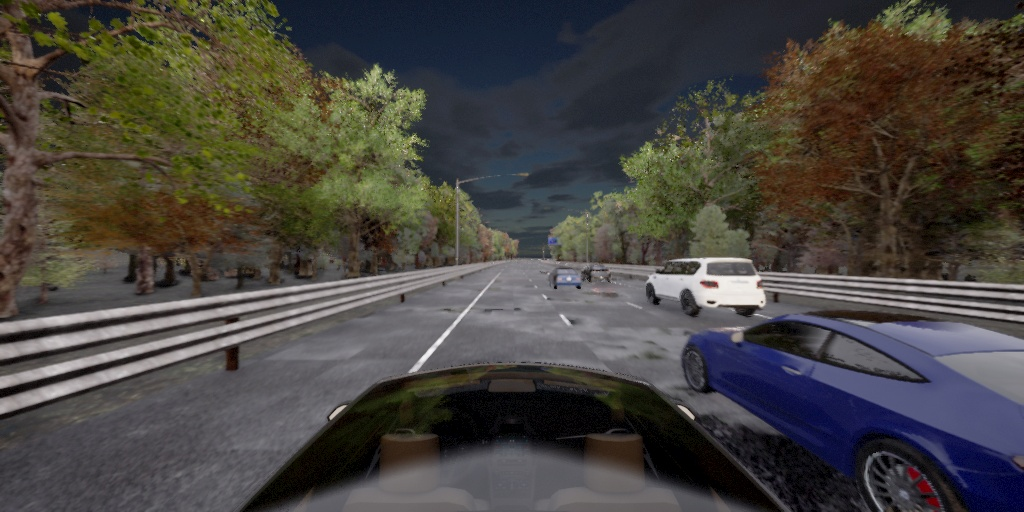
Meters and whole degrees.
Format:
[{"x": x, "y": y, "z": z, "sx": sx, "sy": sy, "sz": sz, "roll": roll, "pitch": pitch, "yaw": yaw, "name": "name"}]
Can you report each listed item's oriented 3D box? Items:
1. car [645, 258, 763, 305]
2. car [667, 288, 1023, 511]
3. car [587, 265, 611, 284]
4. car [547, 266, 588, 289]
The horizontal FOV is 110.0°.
[{"x": 7.098, "y": 1.086, "z": 13.914, "sx": 2.150, "sy": 2.045, "sz": 5.566, "roll": 0, "pitch": -1, "yaw": 0, "name": "car"}, {"x": 3.598, "y": 1.295, "z": 3.781, "sx": 1.812, "sy": 1.442, "sz": 4.674, "roll": 0, "pitch": -1, "yaw": 0, "name": "car"}, {"x": 7.095, "y": 1.514, "z": 30.790, "sx": 2.128, "sy": 1.511, "sz": 4.902, "roll": 0, "pitch": -1, "yaw": 0, "name": "car"}, {"x": 3.598, "y": 1.517, "z": 25.149, "sx": 2.033, "sy": 1.411, "sz": 5.357, "roll": 0, "pitch": -1, "yaw": 0, "name": "car"}]
